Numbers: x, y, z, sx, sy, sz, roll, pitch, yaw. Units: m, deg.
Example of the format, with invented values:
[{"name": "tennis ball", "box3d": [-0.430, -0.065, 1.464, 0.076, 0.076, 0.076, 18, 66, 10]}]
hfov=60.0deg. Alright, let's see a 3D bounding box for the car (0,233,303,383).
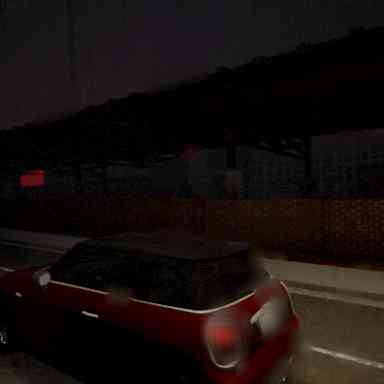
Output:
[{"name": "car", "box3d": [-0.948, 1.379, 4.669, 4.553, 1.767, 2.097, -1, 0, 35]}]
